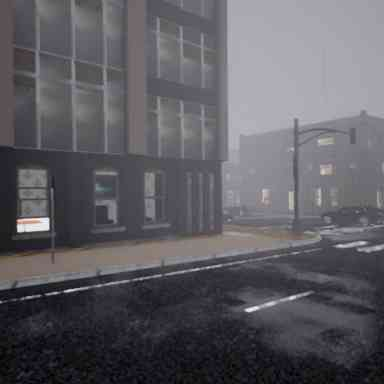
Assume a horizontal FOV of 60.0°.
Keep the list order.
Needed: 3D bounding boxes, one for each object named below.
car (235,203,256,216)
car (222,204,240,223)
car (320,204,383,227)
[{"bbox_3d":[5.320,1.943,38.146,2.008,1.369,4.403,-2,0,-37],"label":"car"},{"bbox_3d":[1.691,1.950,28.554,1.947,1.339,4.313,-2,0,-37],"label":"car"},{"bbox_3d":[11.800,1.681,24.433,1.837,1.490,4.892,1,-2,-33],"label":"car"}]
